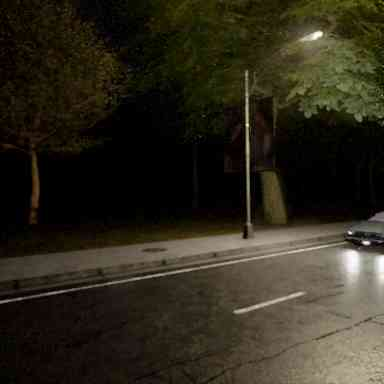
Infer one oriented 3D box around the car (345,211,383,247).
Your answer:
[{"bbox_3d":[8.592,1.473,13.839,5.357,1.411,2.033,0,0,-36],"label":"car"}]
